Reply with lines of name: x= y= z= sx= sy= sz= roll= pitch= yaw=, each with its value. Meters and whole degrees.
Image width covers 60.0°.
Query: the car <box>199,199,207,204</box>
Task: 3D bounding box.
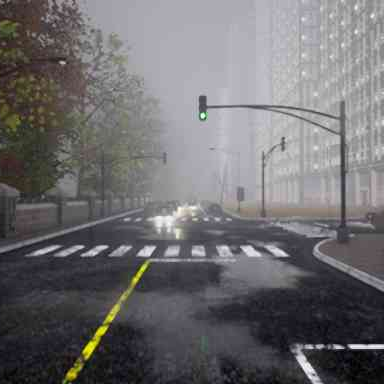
car: x=2.752 y=2.412 z=85.487 sx=2.008 sy=1.369 sz=4.403 roll=0 pitch=-1 yaw=0

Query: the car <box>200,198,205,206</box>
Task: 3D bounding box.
car: x=2.728 y=2.069 z=51.695 sx=1.947 sy=1.339 sz=4.313 roll=0 pitch=-1 yaw=0

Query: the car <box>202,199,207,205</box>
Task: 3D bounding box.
car: x=2.724 y=2.012 z=46.063 sx=1.947 sy=1.339 sz=4.313 roll=0 pitch=-1 yaw=0

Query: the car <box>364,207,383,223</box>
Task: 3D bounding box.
car: x=14.622 y=1.520 z=23.635 sx=4.181 sy=1.385 sz=1.994 roll=-1 pitch=-1 yaw=0

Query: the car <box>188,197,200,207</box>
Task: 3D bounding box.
car: x=0.047 y=2.213 z=67.301 sx=2.033 sy=1.411 sz=5.357 roll=0 pitch=-1 yaw=0

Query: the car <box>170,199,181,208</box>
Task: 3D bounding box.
car: x=-3.015 y=2.108 z=61.367 sx=1.837 sy=1.490 sz=4.892 roll=0 pitch=-1 yaw=1

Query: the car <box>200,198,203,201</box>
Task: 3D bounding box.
car: x=2.740 y=2.224 z=68.592 sx=1.887 sy=1.381 sz=4.507 roll=0 pitch=-1 yaw=0

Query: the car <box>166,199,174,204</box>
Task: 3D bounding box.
car: x=-5.629 y=2.406 z=85.493 sx=1.887 sy=1.381 sz=4.507 roll=0 pitch=-1 yaw=0

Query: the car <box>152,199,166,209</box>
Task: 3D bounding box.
car: x=-5.648 y=2.001 z=57.335 sx=1.967 sy=1.590 sz=4.097 roll=0 pitch=-1 yaw=0

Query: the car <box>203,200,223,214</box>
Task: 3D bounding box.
car: x=2.720 y=1.956 z=40.431 sx=1.947 sy=1.339 sz=4.313 roll=0 pitch=-1 yaw=0

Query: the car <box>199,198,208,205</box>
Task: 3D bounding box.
car: x=2.749 y=2.240 z=79.856 sx=1.967 sy=1.590 sz=4.097 roll=0 pitch=-1 yaw=0

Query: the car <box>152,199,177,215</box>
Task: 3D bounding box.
car: x=-3.123 y=1.864 z=38.593 sx=2.128 sy=1.511 sz=4.902 roll=0 pitch=-1 yaw=-3

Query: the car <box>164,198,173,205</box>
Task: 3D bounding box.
car: x=-5.632 y=2.240 z=79.862 sx=1.967 sy=1.590 sz=4.097 roll=0 pitch=-1 yaw=0

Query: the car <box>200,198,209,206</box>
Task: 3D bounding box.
car: x=2.744 y=2.179 z=74.225 sx=1.967 sy=1.590 sz=4.097 roll=0 pitch=-1 yaw=0

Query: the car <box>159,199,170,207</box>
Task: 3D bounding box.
car: x=-5.640 y=2.203 z=68.428 sx=1.752 sy=1.417 sz=4.829 roll=0 pitch=-1 yaw=0

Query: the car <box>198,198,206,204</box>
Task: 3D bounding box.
car: x=2.756 y=2.473 z=91.119 sx=2.008 sy=1.369 sz=4.403 roll=0 pitch=-1 yaw=0

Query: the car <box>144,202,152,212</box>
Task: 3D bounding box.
car: x=-5.656 y=2.029 z=46.069 sx=1.802 sy=1.307 sz=4.206 roll=0 pitch=-1 yaw=0

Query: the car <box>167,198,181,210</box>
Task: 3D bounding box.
car: x=-3.058 y=1.953 z=48.940 sx=1.882 sy=1.535 sz=5.008 roll=0 pitch=-1 yaw=0
